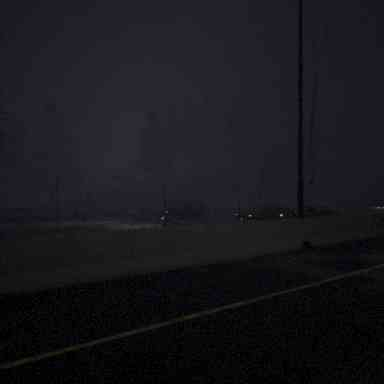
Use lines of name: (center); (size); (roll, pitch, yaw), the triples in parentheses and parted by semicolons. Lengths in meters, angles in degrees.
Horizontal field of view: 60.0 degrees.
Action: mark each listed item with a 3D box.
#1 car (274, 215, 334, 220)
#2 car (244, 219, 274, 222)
car: (8.072, 1.614, 22.603); (4.718, 1.301, 1.895); (0, 0, -35)
car: (5.696, 1.564, 25.205); (5.357, 1.411, 2.033); (0, 0, -35)
